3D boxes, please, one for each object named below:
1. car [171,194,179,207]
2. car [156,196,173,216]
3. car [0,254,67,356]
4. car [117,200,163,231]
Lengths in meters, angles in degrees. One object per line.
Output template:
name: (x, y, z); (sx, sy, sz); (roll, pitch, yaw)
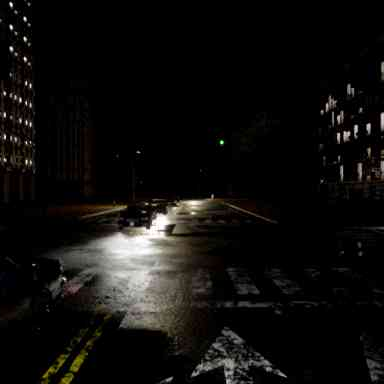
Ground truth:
car: (-3.259, 1.456, 49.393); (1.837, 1.490, 4.892); (0, 1, 0)
car: (-3.255, 1.474, 32.068); (2.128, 1.511, 4.902); (0, 0, 0)
car: (-3.253, 1.546, 3.933); (2.033, 1.411, 5.357); (0, 0, 0)
car: (-3.249, 1.459, 20.439); (2.128, 1.511, 4.902); (0, 0, 0)
